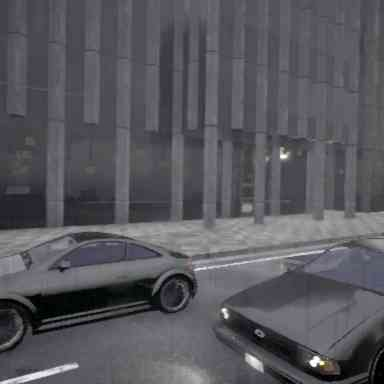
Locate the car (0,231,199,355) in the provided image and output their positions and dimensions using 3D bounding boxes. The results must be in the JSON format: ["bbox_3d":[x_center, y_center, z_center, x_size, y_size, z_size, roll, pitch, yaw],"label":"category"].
[{"bbox_3d":[-1.967,1.434,5.822,4.181,1.385,1.994,0,1,-32],"label":"car"}]

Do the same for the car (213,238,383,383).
[{"bbox_3d":[2.950,1.481,5.049,5.357,1.411,2.033,0,1,-32],"label":"car"}]
